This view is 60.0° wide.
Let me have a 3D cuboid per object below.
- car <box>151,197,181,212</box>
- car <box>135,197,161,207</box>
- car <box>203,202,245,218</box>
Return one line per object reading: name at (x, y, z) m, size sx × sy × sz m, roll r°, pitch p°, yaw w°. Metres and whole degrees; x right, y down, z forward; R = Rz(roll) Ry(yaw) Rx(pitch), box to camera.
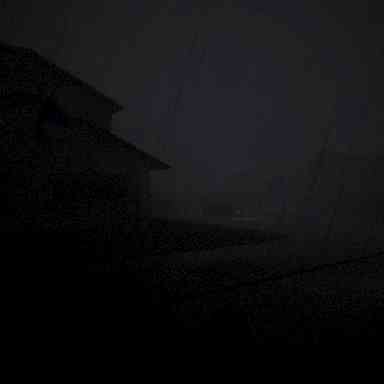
car at (-3.179, 1.505, 38.566) m, size 1.837 × 1.490 × 4.892 m, roll 0°, pitch 0°, yaw -35°
car at (-6.771, 1.526, 50.817) m, size 1.812 × 1.442 × 4.674 m, roll 0°, pitch 0°, yaw -36°
car at (2.802, 1.564, 30.098) m, size 1.994 × 1.385 × 4.181 m, roll 0°, pitch 0°, yaw -35°
